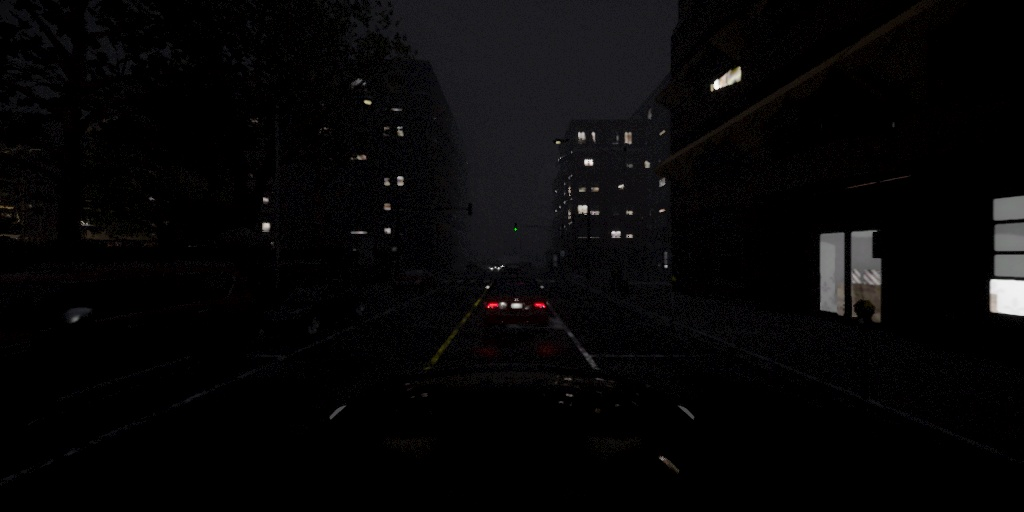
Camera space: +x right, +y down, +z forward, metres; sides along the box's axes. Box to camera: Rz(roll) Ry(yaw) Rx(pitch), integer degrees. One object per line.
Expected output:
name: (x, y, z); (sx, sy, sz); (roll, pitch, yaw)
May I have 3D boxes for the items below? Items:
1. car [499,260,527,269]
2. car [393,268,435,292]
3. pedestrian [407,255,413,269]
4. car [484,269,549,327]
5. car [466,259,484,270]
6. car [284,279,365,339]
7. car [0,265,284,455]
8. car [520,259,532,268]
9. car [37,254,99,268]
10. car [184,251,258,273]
car: (0.103, 1.328, 30.602); (1.812, 1.442, 4.674); (0, 0, 0)
car: (-5.687, 1.367, 21.252); (1.802, 1.307, 4.207); (0, 0, 0)
pedestrian: (-12.708, 0.733, 44.659); (0.375, 1.860, 0.375); (0, -1, -1)
car: (0.103, 1.315, 11.613); (2.033, 1.411, 5.357); (0, 0, 0)
car: (-5.684, 1.286, 53.663); (1.967, 1.591, 4.097); (0, 0, 0)
car: (-5.688, 1.331, 10.182); (1.948, 1.339, 4.313); (0, 0, 0)
car: (-5.689, 1.070, 4.647); (2.192, 1.841, 5.009); (0, 0, 0)
car: (2.698, 1.419, 64.933); (2.007, 1.370, 4.403); (0, 0, 0)
car: (-47.741, 0.553, 38.655); (4.181, 1.385, 1.994); (1, 0, 0)
car: (-28.856, 0.557, 35.731); (5.566, 2.045, 2.150); (1, 0, -1)
